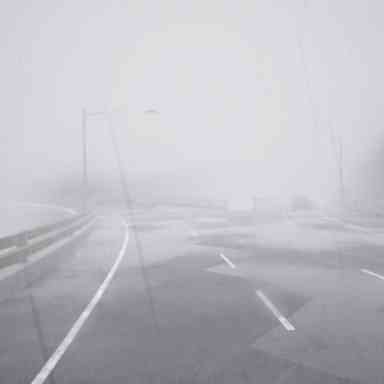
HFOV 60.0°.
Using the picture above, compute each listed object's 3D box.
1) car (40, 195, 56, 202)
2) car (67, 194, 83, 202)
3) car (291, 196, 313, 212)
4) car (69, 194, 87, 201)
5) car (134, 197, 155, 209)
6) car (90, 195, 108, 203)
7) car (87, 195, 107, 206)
[{"bbox_3d":[-31.877,1.365,73.565,4.553,1.767,2.097,0,0,41],"label":"car"},{"bbox_3d":[-25.464,1.330,72.095,4.553,1.767,2.097,0,0,44],"label":"car"},{"bbox_3d":[12.098,1.185,36.719,2.097,1.767,4.553,0,0,16],"label":"car"},{"bbox_3d":[-26.909,1.298,78.511,4.892,1.490,1.837,0,0,41],"label":"car"},{"bbox_3d":[-6.289,1.420,43.731,2.128,1.511,4.902,0,0,-25],"label":"car"},{"bbox_3d":[-19.844,1.467,71.080,1.812,1.442,4.674,0,0,-43],"label":"car"},{"bbox_3d":[-15.694,1.486,53.780,1.812,1.442,4.674,0,0,-32],"label":"car"}]
